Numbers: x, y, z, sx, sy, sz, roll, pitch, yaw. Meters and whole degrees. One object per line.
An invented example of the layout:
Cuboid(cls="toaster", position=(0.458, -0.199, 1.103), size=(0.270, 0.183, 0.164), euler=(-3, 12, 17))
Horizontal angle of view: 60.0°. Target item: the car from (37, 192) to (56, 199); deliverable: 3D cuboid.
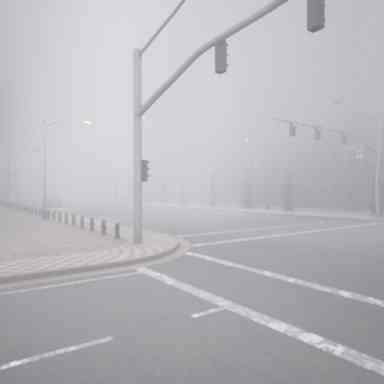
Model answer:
Cuboid(cls="car", position=(-36.942, 1.130, 84.257), size=(2.150, 2.045, 5.566), euler=(0, 0, -35))

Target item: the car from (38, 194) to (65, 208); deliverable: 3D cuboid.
Cuboid(cls="car", position=(-19.847, 1.414, 47.238), size=(2.128, 1.511, 4.902), euler=(0, 0, -34))
